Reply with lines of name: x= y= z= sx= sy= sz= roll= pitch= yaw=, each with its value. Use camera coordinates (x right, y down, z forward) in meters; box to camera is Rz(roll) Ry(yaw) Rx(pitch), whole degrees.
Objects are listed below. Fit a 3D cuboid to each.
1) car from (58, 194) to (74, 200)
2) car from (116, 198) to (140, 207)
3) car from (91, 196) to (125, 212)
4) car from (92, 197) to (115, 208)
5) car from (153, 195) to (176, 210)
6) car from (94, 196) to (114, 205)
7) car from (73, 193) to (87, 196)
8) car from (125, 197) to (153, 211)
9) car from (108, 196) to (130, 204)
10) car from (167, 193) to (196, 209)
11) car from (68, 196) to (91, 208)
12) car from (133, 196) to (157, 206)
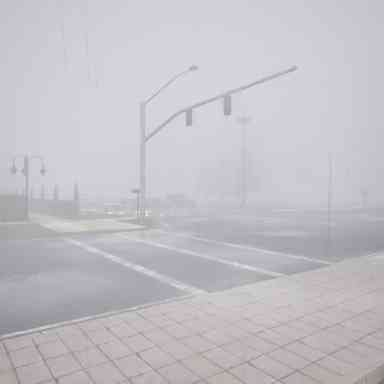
car: x=-21.594 y=1.505 z=55.508 sx=1.837 sy=1.490 sz=4.892 roll=0 pitch=0 yaw=-36
car: x=-9.968 y=1.601 z=51.414 sx=1.895 sy=1.301 sz=4.718 roll=0 pitch=0 yaw=-36
car: x=-10.077 y=1.526 z=39.694 sx=1.812 sy=1.442 sz=4.674 roll=0 pitch=0 yaw=-36
car: x=-13.404 y=1.505 z=50.189 sx=1.837 sy=1.490 sz=4.892 roll=0 pitch=0 yaw=-36
car: x=-4.551 y=1.505 z=43.991 sx=1.837 sy=1.490 sz=4.892 roll=0 pitch=0 yaw=-36
car: x=-15.814 y=1.505 z=59.472 sx=1.837 sy=1.490 sz=4.892 roll=0 pitch=0 yaw=-36
car: x=-19.693 y=1.221 z=58.855 sx=2.150 sy=2.045 sz=5.566 roll=0 pitch=0 yaw=-36
car: x=-7.496 y=1.547 z=42.092 sx=2.033 sy=1.411 sz=5.357 roll=0 pitch=0 yaw=-36
car: x=-13.883 y=1.547 z=62.788 sx=2.033 sy=1.411 sz=5.357 roll=0 pitch=0 yaw=-36
car: x=-1.732 y=1.221 z=46.069 sx=2.150 sy=2.045 sz=5.566 roll=0 pitch=0 yaw=-36
car: x=-15.484 y=1.601 z=47.099 sx=1.895 sy=1.301 sz=4.718 roll=0 pitch=0 yaw=-36
car: x=-7.718 y=1.505 z=54.276 sx=1.837 sy=1.490 sz=4.892 roll=0 pitch=0 yaw=-36
